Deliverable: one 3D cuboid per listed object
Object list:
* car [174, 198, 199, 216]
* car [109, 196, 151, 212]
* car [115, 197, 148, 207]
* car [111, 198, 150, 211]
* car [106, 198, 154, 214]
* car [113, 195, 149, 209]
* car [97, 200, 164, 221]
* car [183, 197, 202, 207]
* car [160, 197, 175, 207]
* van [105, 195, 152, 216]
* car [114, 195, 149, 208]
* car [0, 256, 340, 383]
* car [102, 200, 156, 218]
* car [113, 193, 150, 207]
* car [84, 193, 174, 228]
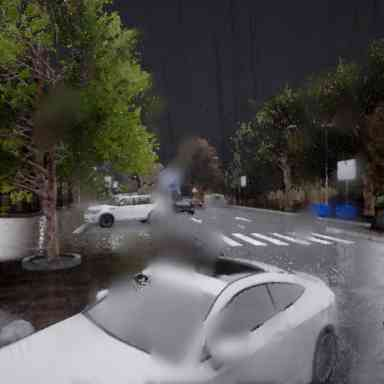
[{"bbox_3d":[-1.018,1.594,34.051,2.033,1.411,5.357,0,0,-10],"label":"car"},{"bbox_3d":[-7.556,1.406,40.626,4.553,1.767,2.185,-1,0,-30],"label":"car"},{"bbox_3d":[-9.542,1.582,52.493,4.792,1.488,2.163,-1,0,-30],"label":"car"},{"bbox_3d":[-8.037,1.576,43.596,4.674,1.452,2.002,-1,0,-30],"label":"car"},{"bbox_3d":[-7.002,1.527,37.674,5.008,1.535,2.097,-1,0,-30],"label":"car"},{"bbox_3d":[-8.516,1.415,46.567,4.553,1.767,2.185,-1,0,-30],"label":"car"},{"bbox_3d":[-5.297,1.511,28.892,5.366,1.575,1.946,-1,0,-30],"label":"car"},{"bbox_3d":[0.247,1.680,51.222,1.895,1.301,4.718,0,0,-10],"label":"car"},{"bbox_3d":[-3.844,1.489,50.811,1.837,1.490,4.892,0,0,-10],"label":"car"},{"bbox_3d":[-6.597,1.299,34.654,4.442,1.987,1.878,-1,0,-30],"label":"van"},{"bbox_3d":[-9.026,1.420,49.524,4.553,1.767,2.185,-1,0,-30],"label":"car"},{"bbox_3d":[0.019,1.530,3.552,1.812,1.442,4.674,1,1,44],"label":"car"},{"bbox_3d":[-5.983,1.560,31.759,4.674,1.452,2.002,-1,0,-30],"label":"car"},{"bbox_3d":[-10.053,1.308,55.450,5.566,2.045,2.435,-1,0,-30],"label":"car"},{"bbox_3d":[-4.434,1.258,22.858,5.566,2.045,2.435,-1,0,-30],"label":"car"}]
